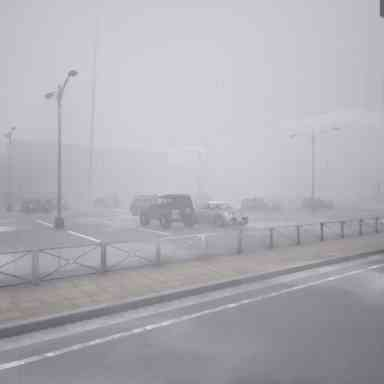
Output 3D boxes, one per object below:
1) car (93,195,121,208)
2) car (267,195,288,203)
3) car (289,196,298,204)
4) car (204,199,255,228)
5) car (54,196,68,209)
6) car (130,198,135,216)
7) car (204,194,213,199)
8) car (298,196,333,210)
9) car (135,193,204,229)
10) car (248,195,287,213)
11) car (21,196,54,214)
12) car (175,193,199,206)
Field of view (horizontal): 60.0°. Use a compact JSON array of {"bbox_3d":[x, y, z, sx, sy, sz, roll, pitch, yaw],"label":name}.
[{"bbox_3d":[-11.124,1.154,43.401,2.152,1.636,5.027,0,0,-36],"label":"car"},{"bbox_3d":[16.385,1.373,63.863,1.845,1.501,3.633,0,0,-36],"label":"car"},{"bbox_3d":[18.361,1.384,56.114,1.970,1.475,3.806,0,0,-36],"label":"car"},{"bbox_3d":[1.642,1.361,20.695,1.970,1.475,3.806,0,0,-36],"label":"car"},{"bbox_3d":[-16.113,1.232,39.351,1.970,1.475,3.806,0,0,-36],"label":"car"},{"bbox_3d":[-3.395,1.097,27.517,1.932,1.855,4.605,0,0,-36],"label":"car"},{"bbox_3d":[1.305,1.097,53.002,1.932,1.855,4.605,0,0,-36],"label":"car"},{"bbox_3d":[15.170,1.319,40.162,1.845,1.501,3.633,0,0,-36],"label":"car"},{"bbox_3d":[-1.402,1.077,19.226,1.905,1.878,3.866,0,0,-36],"label":"car"},{"bbox_3d":[7.080,1.298,34.296,2.007,1.523,4.514,0,0,-36],"label":"car"},{"bbox_3d":[-14.907,1.298,31.499,2.007,1.523,4.514,0,0,-36],"label":"car"},{"bbox_3d":[-0.797,1.077,50.954,1.905,1.878,3.866,0,0,-36],"label":"car"}]
